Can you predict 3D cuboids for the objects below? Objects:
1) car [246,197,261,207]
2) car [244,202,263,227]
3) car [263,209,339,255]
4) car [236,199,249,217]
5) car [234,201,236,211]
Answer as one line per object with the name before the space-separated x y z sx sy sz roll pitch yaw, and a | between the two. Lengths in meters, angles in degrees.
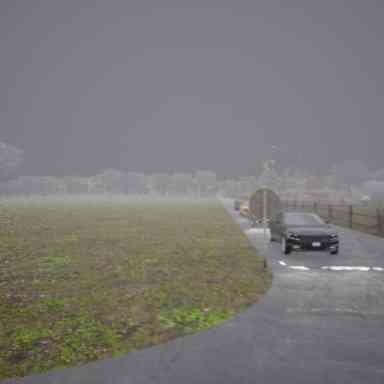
car | 10.133 1.659 55.332 1.882 1.535 5.008 0 0 4
car | 5.019 1.618 23.259 1.994 1.385 4.181 0 0 3
car | 4.346 1.491 13.636 1.882 1.535 5.008 0 0 4
car | 5.688 1.572 32.508 1.882 1.535 5.008 0 0 4
car | 6.522 1.693 43.995 2.033 1.411 5.357 0 0 4
